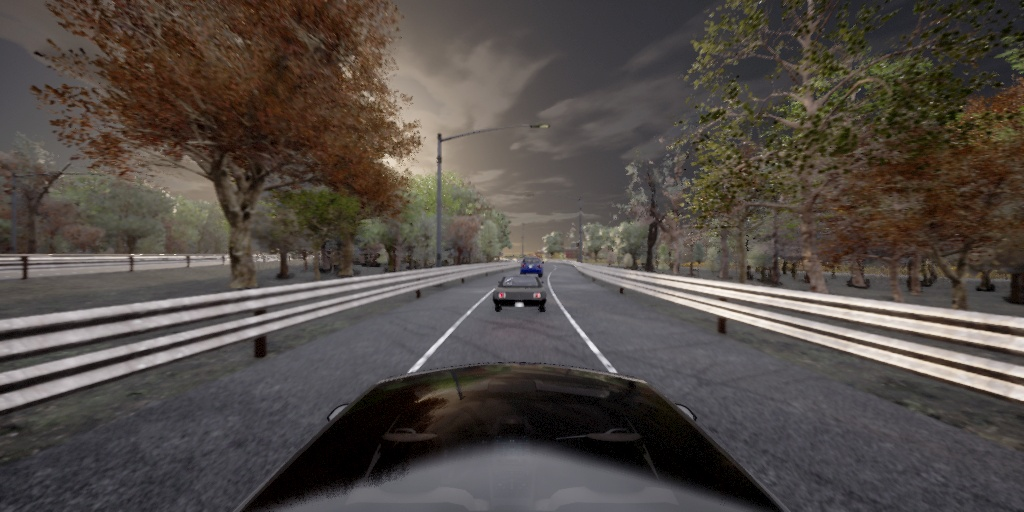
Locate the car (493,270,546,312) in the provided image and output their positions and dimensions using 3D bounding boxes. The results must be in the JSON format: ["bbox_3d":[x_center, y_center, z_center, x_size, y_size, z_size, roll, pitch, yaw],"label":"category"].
[{"bbox_3d":[0.359,1.406,14.618,1.895,1.301,4.718,0,0,2],"label":"car"}]

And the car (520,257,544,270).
[{"bbox_3d":[2.130,1.145,37.388,2.150,2.045,5.566,0,0,7],"label":"car"}]
